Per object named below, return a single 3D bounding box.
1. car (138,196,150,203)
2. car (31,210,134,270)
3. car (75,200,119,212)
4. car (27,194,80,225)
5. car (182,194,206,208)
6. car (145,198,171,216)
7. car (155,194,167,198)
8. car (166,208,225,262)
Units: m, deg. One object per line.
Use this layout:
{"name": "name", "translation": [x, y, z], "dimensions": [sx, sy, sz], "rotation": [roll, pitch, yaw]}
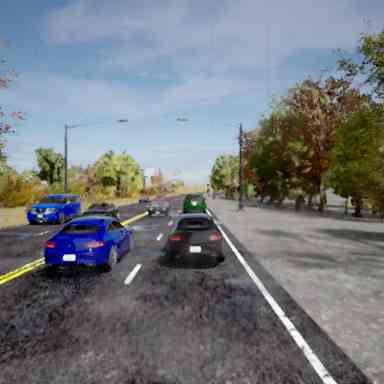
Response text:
{"name": "car", "translation": [-9.308, 1.432, 65.254], "dimensions": [2.033, 1.411, 5.357], "rotation": [0, 0, 1]}
{"name": "car", "translation": [-3.137, 1.517, 10.825], "dimensions": [1.812, 1.442, 4.674], "rotation": [0, 0, 0]}
{"name": "car", "translation": [-6.531, 1.479, 24.061], "dimensions": [1.837, 1.490, 4.892], "rotation": [0, 0, 0]}
{"name": "car", "translation": [-9.783, 1.195, 24.199], "dimensions": [2.150, 2.045, 5.566], "rotation": [0, 0, 0]}
{"name": "car", "translation": [0.219, 1.162, 32.432], "dimensions": [2.150, 2.045, 5.566], "rotation": [-1, 0, 0]}
{"name": "car", "translation": [-3.037, 1.561, 31.934], "dimensions": [1.895, 1.301, 4.718], "rotation": [0, 0, 0]}
{"name": "car", "translation": [-6.069, 1.241, 64.941], "dimensions": [2.097, 1.767, 4.553], "rotation": [0, 0, 1]}
{"name": "car", "translation": [0.107, 1.501, 11.890], "dimensions": [1.812, 1.442, 4.674], "rotation": [-1, 0, 0]}
